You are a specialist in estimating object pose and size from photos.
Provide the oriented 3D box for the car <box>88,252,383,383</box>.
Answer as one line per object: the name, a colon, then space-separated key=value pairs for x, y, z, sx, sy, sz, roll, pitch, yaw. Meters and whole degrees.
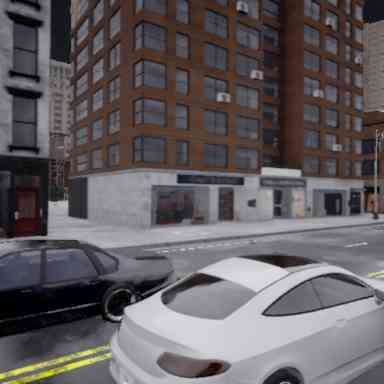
car: x=1.291 y=1.548 z=4.360 sx=4.674 sy=1.442 sz=1.812 roll=1 pitch=0 yaw=-36

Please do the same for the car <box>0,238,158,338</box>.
car: x=-2.817 y=1.553 z=5.652 sx=5.357 sy=1.411 sz=2.033 roll=0 pitch=0 yaw=-35
